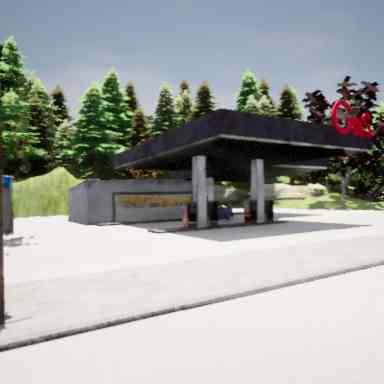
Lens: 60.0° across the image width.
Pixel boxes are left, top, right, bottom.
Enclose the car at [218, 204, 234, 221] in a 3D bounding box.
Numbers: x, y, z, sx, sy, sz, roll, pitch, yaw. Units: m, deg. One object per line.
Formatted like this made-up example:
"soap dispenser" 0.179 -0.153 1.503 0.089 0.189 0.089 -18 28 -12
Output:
"car" 1.786 1.792 29.018 3.633 1.501 1.845 -1 -1 -32
